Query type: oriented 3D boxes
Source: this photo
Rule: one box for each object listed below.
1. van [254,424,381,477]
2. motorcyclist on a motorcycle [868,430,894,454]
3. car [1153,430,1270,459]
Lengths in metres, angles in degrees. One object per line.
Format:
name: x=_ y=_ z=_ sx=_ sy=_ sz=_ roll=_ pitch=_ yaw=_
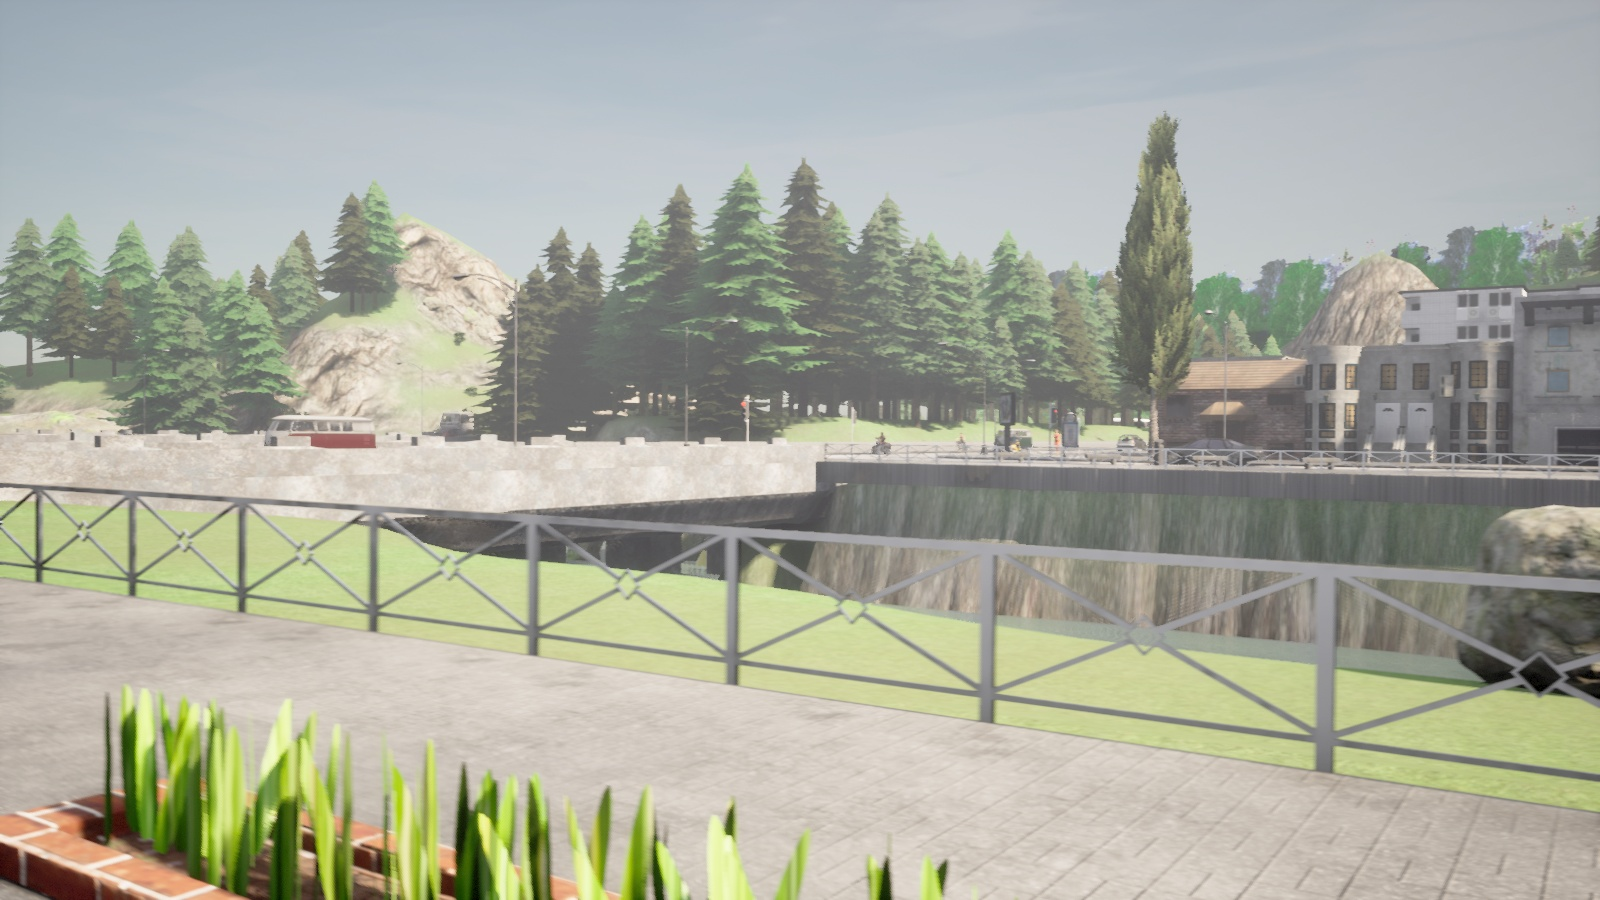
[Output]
van: x=-18.946 y=-0.020 z=49.528 sx=1.775 sy=1.987 sz=4.442 roll=0 pitch=1 yaw=34
motorcyclist on a motorcycle: x=5.582 y=-0.548 z=86.430 sx=0.766 sy=1.649 sz=2.350 roll=0 pitch=1 yaw=34
car: x=21.029 y=-0.289 z=64.258 sx=5.357 sy=1.411 sz=2.033 roll=0 pitch=1 yaw=34
